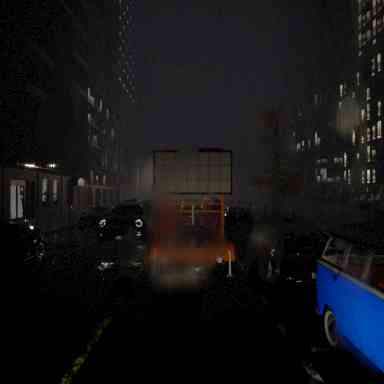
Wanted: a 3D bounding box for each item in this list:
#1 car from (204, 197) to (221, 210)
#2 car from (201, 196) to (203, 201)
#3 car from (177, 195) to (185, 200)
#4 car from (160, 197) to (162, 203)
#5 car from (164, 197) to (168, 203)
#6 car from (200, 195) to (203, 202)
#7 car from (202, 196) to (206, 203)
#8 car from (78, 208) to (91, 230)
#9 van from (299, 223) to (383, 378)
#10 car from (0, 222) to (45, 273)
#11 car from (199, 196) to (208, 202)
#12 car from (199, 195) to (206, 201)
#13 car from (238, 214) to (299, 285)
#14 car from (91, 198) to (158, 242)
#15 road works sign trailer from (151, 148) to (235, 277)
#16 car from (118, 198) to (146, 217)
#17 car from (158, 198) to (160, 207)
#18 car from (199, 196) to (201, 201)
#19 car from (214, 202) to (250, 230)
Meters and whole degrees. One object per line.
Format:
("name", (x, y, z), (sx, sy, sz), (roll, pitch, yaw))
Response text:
("car", (2.700, 1.561, 37.737), (2.008, 1.369, 4.403), (0, 0, 0))
("car", (2.702, 1.559, 49.115), (1.887, 1.381, 4.507), (0, 0, 0))
("car", (-2.989, 1.531, 90.383), (2.128, 1.511, 4.902), (0, 0, 0))
("car", (-5.679, 1.559, 49.138), (1.887, 1.381, 4.507), (0, 0, 0))
("car", (-5.677, 1.568, 66.205), (1.887, 1.381, 4.507), (0, 0, 0))
("car", (2.702, 1.599, 54.804), (1.802, 1.307, 4.206), (0, 0, 0))
("car", (2.702, 1.452, 43.425), (1.967, 1.590, 4.097), (0, 0, 0))
("car", (-5.682, 1.555, 20.692), (2.008, 1.369, 4.403), (0, 0, 0))
("van", (2.699, 1.342, 3.604), (1.690, 1.788, 3.998), (0, 0, 0))
("car", (-5.684, 1.568, 9.314), (1.947, 1.339, 4.313), (0, 0, 0))
("car", (2.705, 1.596, 77.559), (1.947, 1.339, 4.313), (0, 0, 0))
("car", (2.707, 1.564, 89.107), (1.752, 1.417, 4.829), (0, 0, 0))
("car", (2.697, 1.553, 9.293), (2.008, 1.369, 4.403), (0, 0, 0))
("car", (-3.099, 1.355, 16.346), (2.097, 1.767, 4.553), (0, 0, 0))
("road works sign trailer", (0.025, 0.466, 10.256), (2.380, 3.560, 2.880), (0, 0, 0))
("car", (-5.680, 1.448, 32.071), (1.967, 1.590, 4.097), (0, 0, 0))
("car", (-5.680, 1.563, 43.449), (2.008, 1.369, 4.403), (0, 0, 0))
("car", (2.703, 1.570, 60.493), (2.008, 1.369, 4.403), (0, 0, 0))
("car", (2.699, 1.555, 20.670), (2.008, 1.369, 4.403), (0, 0, 0))
